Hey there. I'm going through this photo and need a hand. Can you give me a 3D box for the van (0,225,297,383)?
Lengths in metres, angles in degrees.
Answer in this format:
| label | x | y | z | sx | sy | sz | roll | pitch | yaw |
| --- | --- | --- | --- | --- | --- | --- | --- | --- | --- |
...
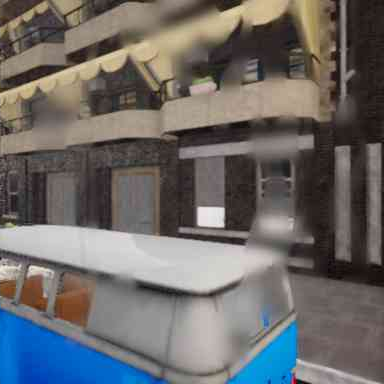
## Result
| label | x | y | z | sx | sy | sz | roll | pitch | yaw |
| --- | --- | --- | --- | --- | --- | --- | --- | --- | --- |
| van | -0.976 | 1.322 | 3.428 | 3.998 | 1.788 | 1.690 | 0 | 0 | 35 |
